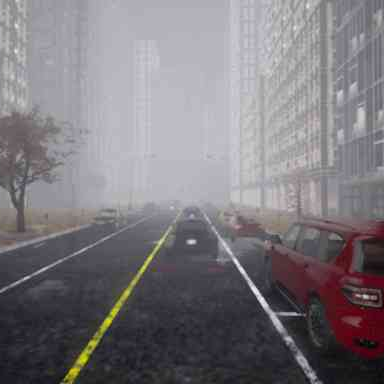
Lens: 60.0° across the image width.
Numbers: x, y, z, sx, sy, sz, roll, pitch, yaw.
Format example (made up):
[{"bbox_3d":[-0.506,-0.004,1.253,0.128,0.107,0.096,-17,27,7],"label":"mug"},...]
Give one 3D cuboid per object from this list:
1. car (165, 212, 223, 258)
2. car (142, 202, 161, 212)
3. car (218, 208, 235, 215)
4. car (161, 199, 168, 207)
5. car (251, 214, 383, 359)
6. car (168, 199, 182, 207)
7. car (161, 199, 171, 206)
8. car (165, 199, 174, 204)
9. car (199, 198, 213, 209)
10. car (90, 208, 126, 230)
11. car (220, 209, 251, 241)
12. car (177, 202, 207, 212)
[{"bbox_3d":[0.012,1.710,13.482,1.994,1.385,4.181,0,-1,1],"label":"car"},{"bbox_3d":[-5.693,2.025,45.532,1.887,1.381,4.507,1,-1,0],"label":"car"},{"bbox_3d":[2.693,1.773,23.153,1.752,1.417,4.829,1,-1,0],"label":"car"},{"bbox_3d":[-5.698,2.235,67.932,1.752,1.417,4.829,1,-1,0],"label":"car"},{"bbox_3d":[2.699,1.381,6.062,2.192,1.841,5.009,1,-1,0],"label":"car"},{"bbox_3d":[-3.040,2.153,64.597,1.882,1.535,5.008,0,-1,1],"label":"car"},{"bbox_3d":[-5.699,2.313,73.744,1.887,1.381,4.507,1,-1,0],"label":"car"},{"bbox_3d":[-5.702,2.448,85.029,1.947,1.339,4.313,1,-1,0],"label":"car"},{"bbox_3d":[2.685,2.147,56.830,2.008,1.369,4.403,1,-1,0],"label":"car"},{"bbox_3d":[-5.689,1.796,22.962,2.008,1.369,4.403,1,-1,0],"label":"car"},{"bbox_3d":[2.693,1.768,17.342,1.802,1.307,4.206,1,-1,0],"label":"car"},{"bbox_3d":[0.011,1.868,28.443,1.994,1.385,4.181,0,-1,0],"label":"car"}]
